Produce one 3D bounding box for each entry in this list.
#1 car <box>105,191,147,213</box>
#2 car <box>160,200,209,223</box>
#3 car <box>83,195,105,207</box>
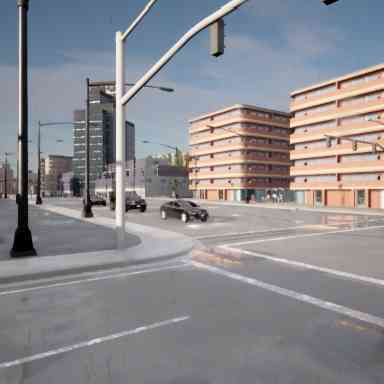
[{"bbox_3d":[-6.552,0.936,33.519,2.150,2.045,5.566,0,1,-34],"label":"car"},{"bbox_3d":[-0.655,1.373,24.866,1.837,1.490,4.892,0,1,-34],"label":"car"},{"bbox_3d":[-12.273,1.098,41.924,1.994,1.385,4.181,0,1,-34],"label":"car"}]
